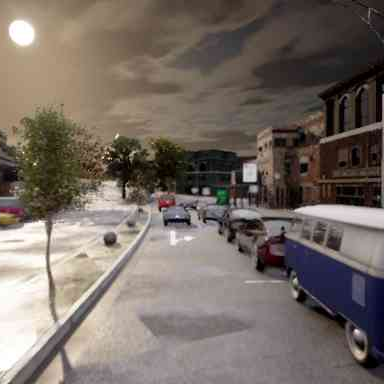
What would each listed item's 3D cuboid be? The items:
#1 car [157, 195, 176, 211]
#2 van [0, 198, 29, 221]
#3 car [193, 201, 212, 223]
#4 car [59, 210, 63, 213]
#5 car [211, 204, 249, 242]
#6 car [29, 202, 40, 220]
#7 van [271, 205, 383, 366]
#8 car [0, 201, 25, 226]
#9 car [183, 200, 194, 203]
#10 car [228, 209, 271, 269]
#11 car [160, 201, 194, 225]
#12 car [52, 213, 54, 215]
[{"bbox_3d":[-3.252,1.341,42.929,2.150,2.045,5.566,0,0,-7],"label":"car"},{"bbox_3d":[-15.060,1.395,24.881,4.442,1.987,1.878,0,0,-6],"label":"van"},{"bbox_3d":[1.536,1.637,26.373,2.033,1.411,5.357,0,0,-5],"label":"car"},{"bbox_3d":[-15.941,1.383,32.886,5.566,2.045,2.435,0,0,-7],"label":"car"},{"bbox_3d":[2.437,1.539,16.750,2.097,1.535,5.008,0,0,-3],"label":"car"},{"bbox_3d":[-15.239,1.667,27.590,4.674,1.452,2.002,0,0,-6],"label":"car"},{"bbox_3d":[2.936,1.263,5.810,1.878,1.987,4.442,0,0,-1],"label":"van"},{"bbox_3d":[-14.485,1.608,22.191,5.366,1.575,1.946,0,0,-5],"label":"car"},{"bbox_3d":[-0.546,1.709,44.374,1.895,1.301,4.718,0,0,-7],"label":"car"},{"bbox_3d":[2.749,1.545,11.266,2.163,1.488,4.792,0,0,-2],"label":"car"},{"bbox_3d":[-1.201,1.659,25.138,1.994,1.385,4.181,0,0,-5],"label":"car"},{"bbox_3d":[-15.526,1.661,30.190,4.792,1.488,2.163,0,0,-7],"label":"car"}]
